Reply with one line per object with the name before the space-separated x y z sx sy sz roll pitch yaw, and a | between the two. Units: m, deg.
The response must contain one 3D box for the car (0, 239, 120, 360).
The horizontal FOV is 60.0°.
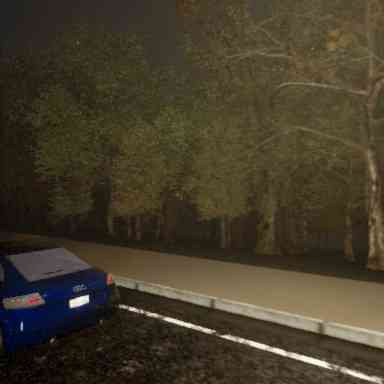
car | -3.272 1.565 6.023 4.181 1.385 1.994 0 0 36
